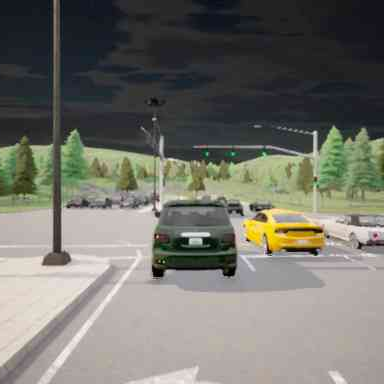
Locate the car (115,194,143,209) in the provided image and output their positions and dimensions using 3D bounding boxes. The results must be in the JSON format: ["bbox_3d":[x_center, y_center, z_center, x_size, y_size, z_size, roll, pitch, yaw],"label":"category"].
[{"bbox_3d":[-8.062,1.391,43.105,2.128,1.511,4.902,0,0,0],"label":"car"}]

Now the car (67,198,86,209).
[{"bbox_3d":[-15.051,1.461,44.192,1.994,1.385,4.181,0,0,0],"label":"car"}]

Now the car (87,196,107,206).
[{"bbox_3d":[-14.998,1.382,52.865,1.837,1.490,4.892,0,0,0],"label":"car"}]

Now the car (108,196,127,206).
[{"bbox_3d":[-11.498,1.405,51.727,1.812,1.442,4.674,0,0,0],"label":"car"}]

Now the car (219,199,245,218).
[{"bbox_3d":[3.602,1.432,30.884,1.837,1.490,4.892,0,0,0],"label":"car"}]

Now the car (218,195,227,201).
[{"bbox_3d":[7.047,1.416,76.978,1.895,1.301,4.718,0,0,1],"label":"car"}]

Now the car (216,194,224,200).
[{"bbox_3d":[7.261,1.275,86.917,1.882,1.535,5.008,0,0,2],"label":"car"}]

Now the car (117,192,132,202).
[{"bbox_3d":[-14.984,1.052,73.794,2.150,2.045,5.566,0,0,0],"label":"car"}]

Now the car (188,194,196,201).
[{"bbox_3d":[0.042,1.300,76.525,1.882,1.535,5.008,0,0,1],"label":"car"}]

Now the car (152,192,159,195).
[{"bbox_3d":[-7.994,1.059,71.185,2.150,2.045,5.566,0,0,0],"label":"car"}]

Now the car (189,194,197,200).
[{"bbox_3d":[0.257,1.350,86.855,1.994,1.385,4.181,0,0,2],"label":"car"}]

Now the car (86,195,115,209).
[{"bbox_3d":[-11.608,1.426,42.762,1.812,1.442,4.674,0,0,1],"label":"car"}]

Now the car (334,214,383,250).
[{"bbox_3d":[7.100,1.568,14.065,1.895,1.301,4.718,0,0,0],"label":"car"}]

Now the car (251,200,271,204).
[{"bbox_3d":[7.102,1.521,34.299,1.895,1.301,4.718,0,0,0],"label":"car"}]

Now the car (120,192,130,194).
[{"bbox_3d":[-11.497,1.210,60.718,2.097,1.767,4.553,0,0,0],"label":"car"}]

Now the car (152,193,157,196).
[{"bbox_3d":[-7.997,1.422,60.694,1.994,1.385,4.181,0,0,0],"label":"car"}]

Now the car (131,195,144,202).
[{"bbox_3d":[-11.495,1.388,70.730,1.994,1.385,4.181,0,0,0],"label":"car"}]

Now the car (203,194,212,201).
[{"bbox_3d":[3.545,1.346,76.858,2.128,1.511,4.902,0,0,1],"label":"car"}]

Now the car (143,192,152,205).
[{"bbox_3d":[-7.998,1.230,52.185,2.097,1.767,4.553,0,0,0],"label":"car"}]

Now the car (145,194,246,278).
[{"bbox_3d":[-0.012,1.199,10.235,2.150,2.045,5.566,0,0,-2],"label":"car"}]

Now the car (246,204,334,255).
[{"bbox_3d":[3.370,1.446,13.182,1.882,1.535,5.008,0,0,-4],"label":"car"}]

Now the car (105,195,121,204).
[{"bbox_3d":[-14.997,1.330,63.253,1.882,1.535,5.008,0,0,0],"label":"car"}]
